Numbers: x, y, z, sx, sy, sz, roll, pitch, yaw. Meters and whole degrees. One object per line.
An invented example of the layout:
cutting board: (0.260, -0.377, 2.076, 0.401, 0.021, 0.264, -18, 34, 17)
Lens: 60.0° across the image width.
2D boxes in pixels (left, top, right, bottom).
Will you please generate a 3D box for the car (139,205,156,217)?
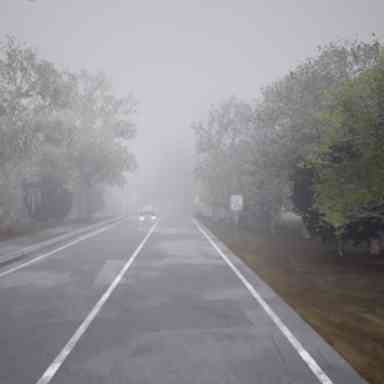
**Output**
car: (-5.698, 2.471, 43.370, 1.812, 1.442, 4.674, 0, -3, -3)
